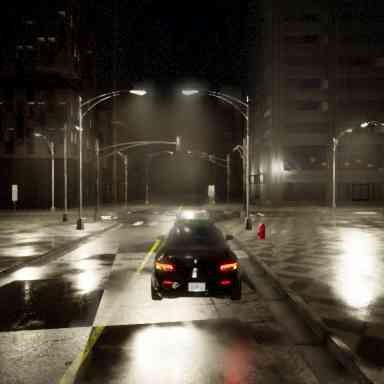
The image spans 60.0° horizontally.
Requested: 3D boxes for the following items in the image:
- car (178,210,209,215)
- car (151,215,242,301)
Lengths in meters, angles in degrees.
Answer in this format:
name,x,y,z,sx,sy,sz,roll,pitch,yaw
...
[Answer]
name,x,y,z,sx,sy,sz,roll,pitch,yaw
car,0.074,1.593,17.235,1.895,1.301,4.718,0,0,0
car,0.085,1.523,8.210,1.812,1.442,4.674,0,0,0
